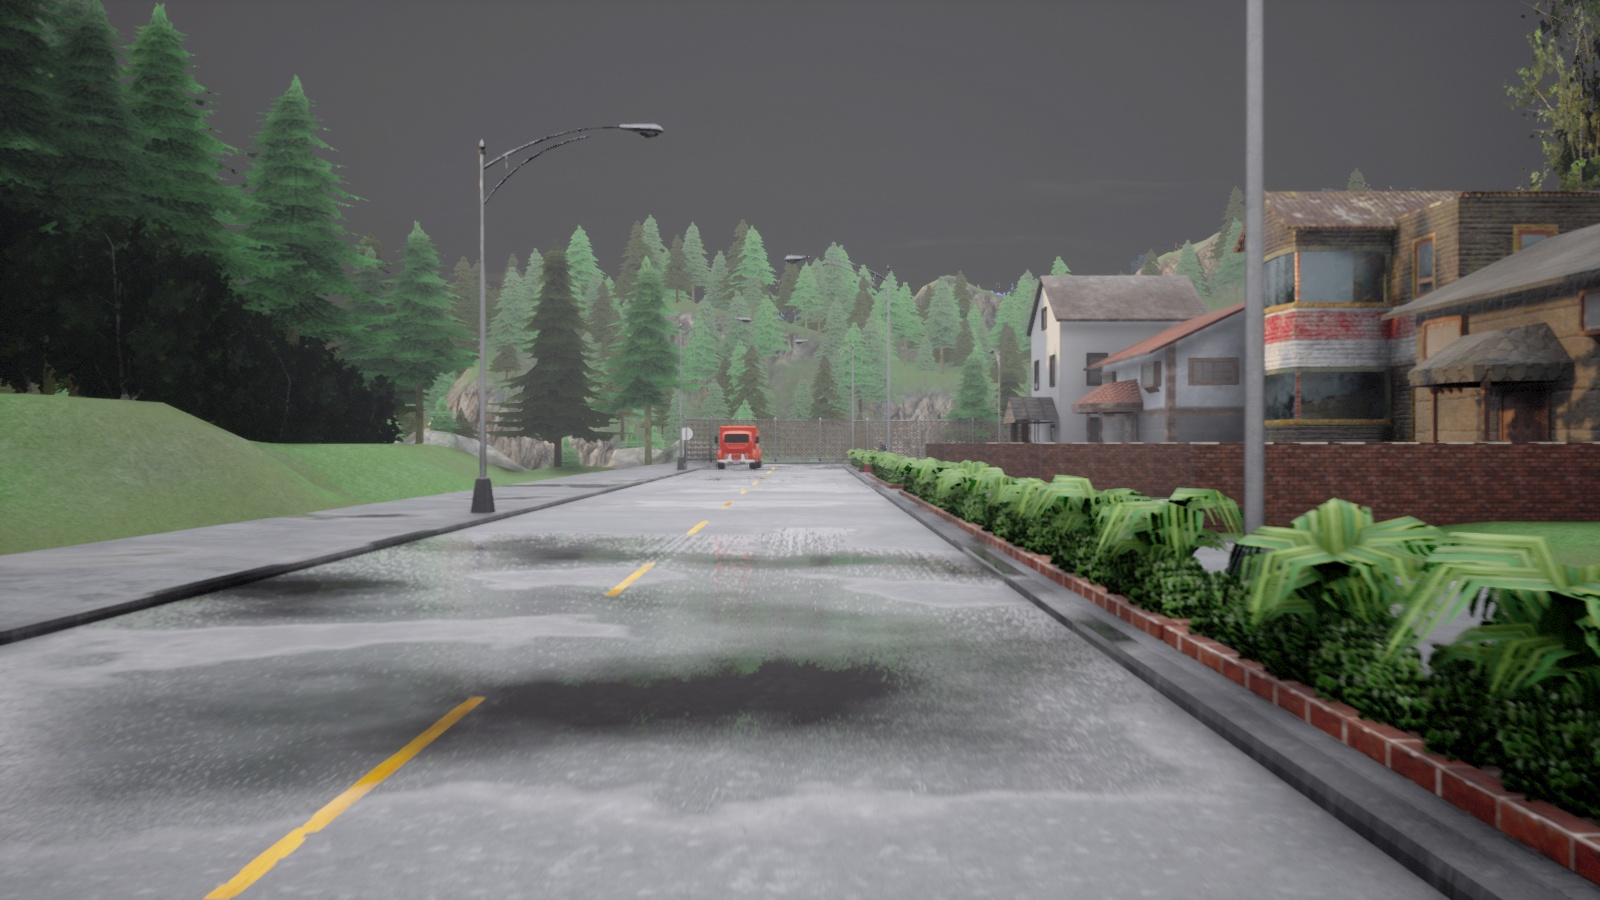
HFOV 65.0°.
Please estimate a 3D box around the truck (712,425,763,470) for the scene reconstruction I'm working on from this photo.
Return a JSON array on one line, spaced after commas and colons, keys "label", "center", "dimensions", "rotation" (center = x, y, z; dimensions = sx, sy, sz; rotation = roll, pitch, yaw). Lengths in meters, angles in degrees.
[{"label": "truck", "center": [-3.548, -0.150, 72.235], "dimensions": [2.627, 2.467, 5.204], "rotation": [0, 0, 0]}]
